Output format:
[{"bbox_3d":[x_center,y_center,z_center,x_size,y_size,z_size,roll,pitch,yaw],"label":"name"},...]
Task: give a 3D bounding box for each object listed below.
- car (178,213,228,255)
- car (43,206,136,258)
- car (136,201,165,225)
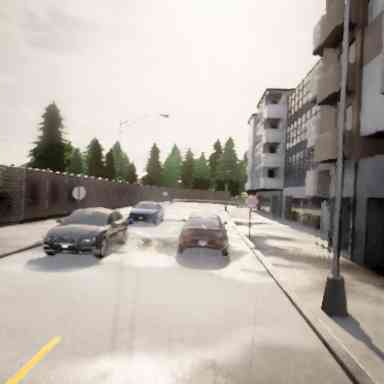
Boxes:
[{"bbox_3d":[0.499,1.605,13.784,1.812,1.442,4.674,3,0,3],"label":"car"},{"bbox_3d":[-3.669,1.375,12.337,1.837,1.490,4.892,3,0,3],"label":"car"},{"bbox_3d":[-3.124,1.420,23.733,1.882,1.535,5.008,3,0,3],"label":"car"}]
